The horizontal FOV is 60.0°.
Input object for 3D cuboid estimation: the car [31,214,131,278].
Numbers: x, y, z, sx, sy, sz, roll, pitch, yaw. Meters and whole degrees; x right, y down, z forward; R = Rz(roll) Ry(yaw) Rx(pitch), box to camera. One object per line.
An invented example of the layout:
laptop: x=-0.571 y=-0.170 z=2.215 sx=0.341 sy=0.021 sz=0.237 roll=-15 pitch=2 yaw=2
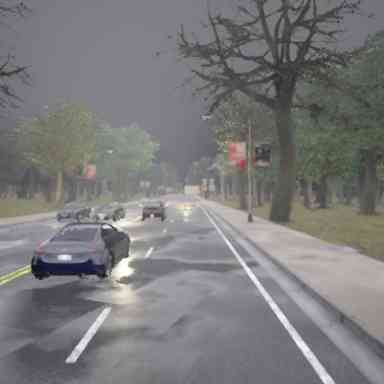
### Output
car: x=-3.149 y=1.596 z=10.227 sx=1.994 sy=1.385 sz=4.181 roll=0 pitch=0 yaw=0

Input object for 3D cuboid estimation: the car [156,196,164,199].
car: x=-6.591 y=1.720 z=68.134 sx=2.097 sy=1.767 sz=4.553 roll=0 pitch=0 yaw=0

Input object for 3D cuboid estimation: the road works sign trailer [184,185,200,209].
road works sign trailer: x=-0.027 y=0.724 z=50.059 sx=2.380 sy=3.560 sz=2.880 roll=0 pitch=0 yaw=0

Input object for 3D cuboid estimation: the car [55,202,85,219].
car: x=-9.845 y=1.629 z=28.095 sx=1.837 sy=1.490 sz=4.892 roll=0 pitch=0 yaw=0

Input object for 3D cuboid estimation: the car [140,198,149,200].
car: x=-9.848 y=1.892 z=69.849 sx=1.812 sy=1.442 sz=4.674 roll=0 pitch=0 yaw=0

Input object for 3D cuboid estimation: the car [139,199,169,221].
car: x=-3.151 y=1.632 z=28.641 sx=1.837 sy=1.490 sz=4.892 roll=0 pitch=0 yaw=0

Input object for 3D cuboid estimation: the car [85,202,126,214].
car: x=-6.597 y=1.607 z=26.768 sx=2.128 sy=1.511 sz=4.902 roll=0 pitch=0 yaw=0
